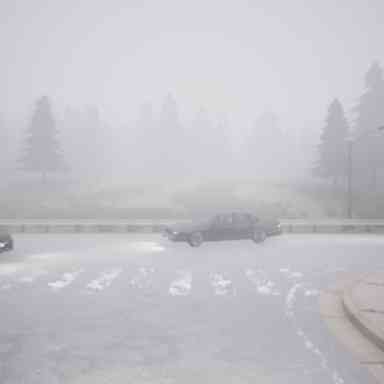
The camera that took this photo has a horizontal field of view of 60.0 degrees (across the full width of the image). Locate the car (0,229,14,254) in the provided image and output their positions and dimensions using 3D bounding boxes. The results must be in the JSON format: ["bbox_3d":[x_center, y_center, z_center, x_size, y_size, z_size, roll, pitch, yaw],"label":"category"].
[{"bbox_3d":[-8.640,1.517,11.517,4.892,1.490,1.837,0,0,12],"label":"car"}]

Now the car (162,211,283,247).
[{"bbox_3d":[1.432,1.563,14.999,5.357,1.411,2.033,0,0,-20],"label":"car"}]
